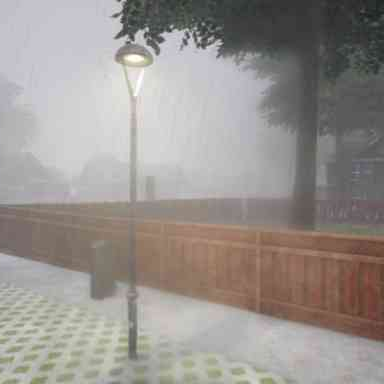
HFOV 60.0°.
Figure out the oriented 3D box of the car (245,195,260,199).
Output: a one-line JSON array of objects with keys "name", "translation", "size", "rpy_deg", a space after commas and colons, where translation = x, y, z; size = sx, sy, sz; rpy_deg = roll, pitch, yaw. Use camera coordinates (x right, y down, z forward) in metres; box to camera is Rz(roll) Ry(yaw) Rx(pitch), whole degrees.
[{"name": "car", "translation": [9.041, 1.212, 50.379], "size": [1.837, 1.490, 4.892], "rpy_deg": [0, 0, 36]}]
